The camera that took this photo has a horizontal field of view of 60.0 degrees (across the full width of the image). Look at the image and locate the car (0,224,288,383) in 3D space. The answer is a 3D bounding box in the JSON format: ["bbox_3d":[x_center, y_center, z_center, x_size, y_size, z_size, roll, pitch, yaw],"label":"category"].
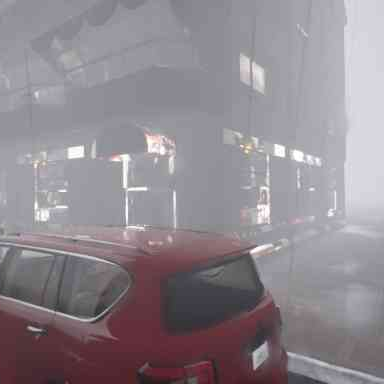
[{"bbox_3d":[-1.426,1.316,3.899,5.009,1.841,2.192,0,-1,35],"label":"car"}]
